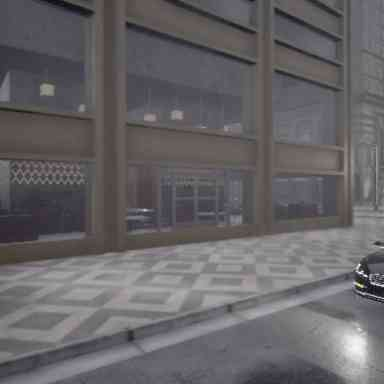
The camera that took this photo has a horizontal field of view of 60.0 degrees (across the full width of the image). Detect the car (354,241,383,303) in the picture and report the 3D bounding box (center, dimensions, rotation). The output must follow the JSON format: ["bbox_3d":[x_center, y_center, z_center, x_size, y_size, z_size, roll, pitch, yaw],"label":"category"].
[{"bbox_3d":[5.467,1.497,7.270,4.892,1.490,1.837,0,0,-35],"label":"car"}]
